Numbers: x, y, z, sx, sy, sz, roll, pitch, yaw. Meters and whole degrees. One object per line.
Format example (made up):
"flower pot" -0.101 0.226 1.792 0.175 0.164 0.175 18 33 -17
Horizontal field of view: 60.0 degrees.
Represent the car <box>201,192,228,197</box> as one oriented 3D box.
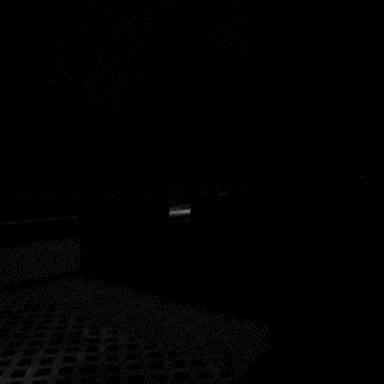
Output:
"car" 2.122 0.750 31.819 2.128 1.511 4.902 0 2 36
